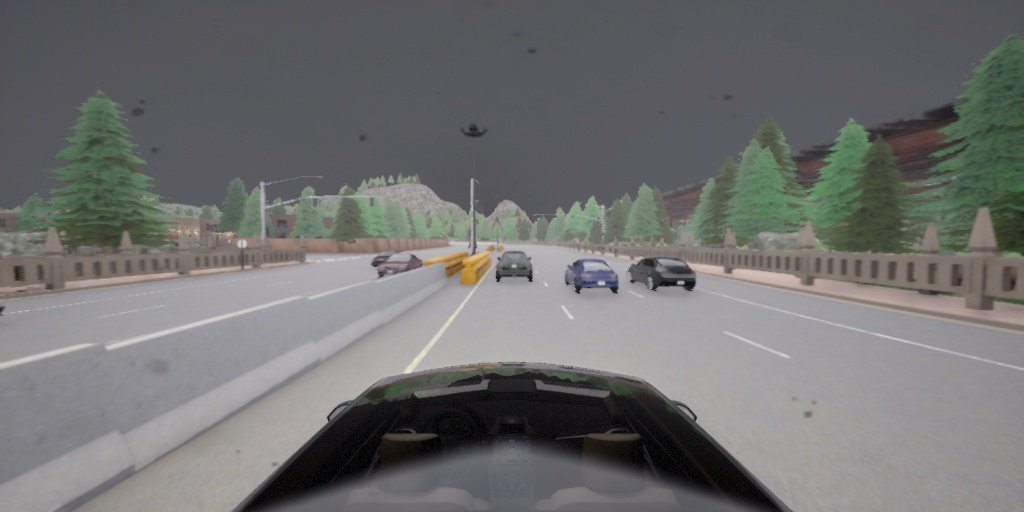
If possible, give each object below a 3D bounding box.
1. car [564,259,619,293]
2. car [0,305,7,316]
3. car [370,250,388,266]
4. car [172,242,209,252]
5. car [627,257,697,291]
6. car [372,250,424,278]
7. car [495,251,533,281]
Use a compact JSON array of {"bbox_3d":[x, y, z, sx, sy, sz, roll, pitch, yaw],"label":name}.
[{"bbox_3d":[3.616,0.837,16.761,1.812,1.442,4.674,0,3,0],"label":"car"},{"bbox_3d":[-14.098,1.225,6.832,2.033,1.411,5.357,0,1,0],"label":"car"},{"bbox_3d":[-10.431,0.213,31.218,2.033,1.411,5.357,0,3,1],"label":"car"},{"bbox_3d":[-37.973,-0.609,42.226,5.566,2.045,2.150,0,3,1],"label":"car"},{"bbox_3d":[7.119,0.783,17.507,1.837,1.490,4.892,0,2,0],"label":"car"},{"bbox_3d":[-7.037,0.554,23.076,1.812,1.442,4.674,0,3,0],"label":"car"},{"bbox_3d":[0.135,0.452,21.499,2.097,1.767,4.553,0,3,0],"label":"car"}]
